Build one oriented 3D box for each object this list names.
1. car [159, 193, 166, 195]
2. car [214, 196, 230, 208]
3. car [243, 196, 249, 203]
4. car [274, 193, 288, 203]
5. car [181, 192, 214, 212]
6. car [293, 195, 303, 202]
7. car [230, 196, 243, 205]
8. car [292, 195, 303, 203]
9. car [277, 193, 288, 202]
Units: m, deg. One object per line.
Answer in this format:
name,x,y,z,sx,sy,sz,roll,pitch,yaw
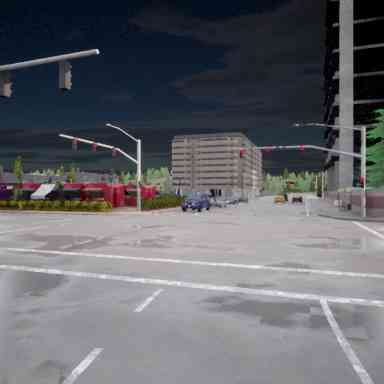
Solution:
car,-8.000,1.209,81.429,4.605,1.855,1.932,0,0,19
car,3.724,1.601,48.548,1.895,1.301,4.718,0,0,19
car,10.314,1.547,67.656,2.033,1.411,5.357,0,0,19
car,18.205,1.478,69.000,1.882,1.535,5.008,0,0,19
car,0.580,1.221,39.305,2.150,2.045,5.566,0,0,19
car,24.708,1.525,77.343,2.128,1.511,4.902,0,0,19
car,6.844,1.491,57.666,2.128,1.511,4.902,0,0,19
car,21.419,1.478,67.598,1.882,1.535,5.008,0,0,19
car,21.513,1.225,78.819,2.150,2.045,5.566,0,0,19
